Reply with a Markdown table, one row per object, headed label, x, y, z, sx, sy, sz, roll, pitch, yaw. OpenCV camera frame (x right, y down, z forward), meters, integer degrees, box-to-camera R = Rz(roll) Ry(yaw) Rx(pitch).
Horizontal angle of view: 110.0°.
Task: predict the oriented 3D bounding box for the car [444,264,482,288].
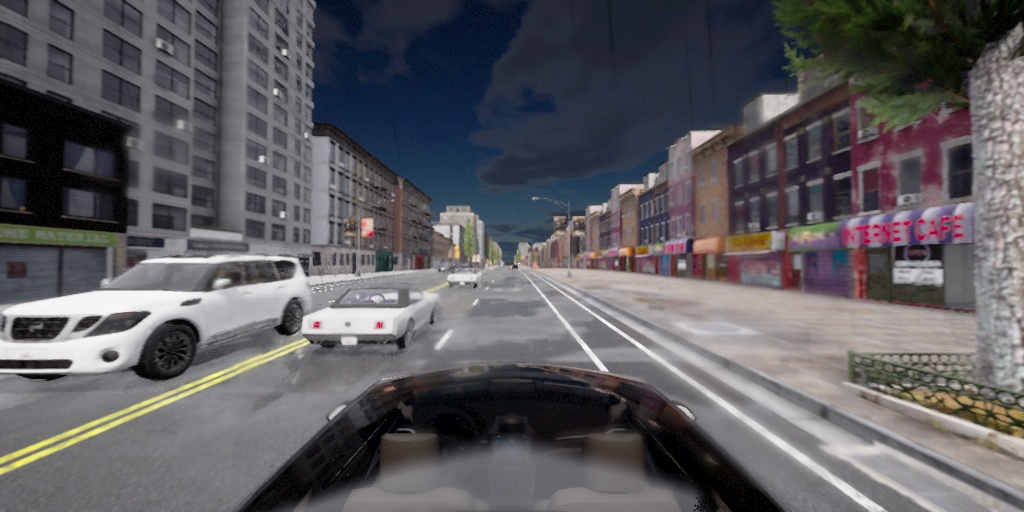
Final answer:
| label | x | y | z | sx | sy | sz | roll | pitch | yaw |
| --- | --- | --- | --- | --- | --- | --- | --- | --- | --- |
| car | -3.152 | 1.468 | 24.920 | 1.895 | 1.301 | 4.718 | 0 | 0 | 0 |

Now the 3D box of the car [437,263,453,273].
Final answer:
| label | x | y | z | sx | sy | sz | roll | pitch | yaw |
| --- | --- | --- | --- | --- | --- | --- | --- | --- | --- |
| car | -9.803 | 1.753 | 53.496 | 2.128 | 1.511 | 4.902 | 0 | -1 | 0 |

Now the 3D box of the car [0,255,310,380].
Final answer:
| label | x | y | z | sx | sy | sz | roll | pitch | yaw |
| --- | --- | --- | --- | --- | --- | --- | --- | --- | --- |
| car | -6.599 | 0.993 | 7.636 | 2.150 | 2.045 | 5.566 | 0 | 0 | 0 |

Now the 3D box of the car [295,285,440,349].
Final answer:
| label | x | y | z | sx | sy | sz | roll | pitch | yaw |
| --- | --- | --- | --- | --- | --- | --- | --- | --- | --- |
| car | -3.151 | 1.379 | 9.201 | 1.895 | 1.301 | 4.718 | 0 | 0 | 0 |

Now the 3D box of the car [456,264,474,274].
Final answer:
| label | x | y | z | sx | sy | sz | roll | pitch | yaw |
| --- | --- | --- | --- | --- | --- | --- | --- | --- | --- |
| car | -6.564 | 1.769 | 50.545 | 1.994 | 1.385 | 4.181 | 0 | -1 | 0 |
